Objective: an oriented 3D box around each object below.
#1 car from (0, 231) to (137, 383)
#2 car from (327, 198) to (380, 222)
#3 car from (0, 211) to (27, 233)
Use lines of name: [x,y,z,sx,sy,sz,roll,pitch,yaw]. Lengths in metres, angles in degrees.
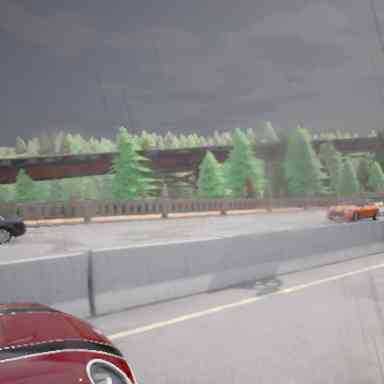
car: [-2.556,1.357,1.924,4.553,1.767,2.097,0,0,-36]
car: [12.467,1.313,25.699,4.553,1.767,2.097,0,0,-35]
car: [-9.773,1.509,14.199,4.892,1.490,1.837,0,0,-35]
